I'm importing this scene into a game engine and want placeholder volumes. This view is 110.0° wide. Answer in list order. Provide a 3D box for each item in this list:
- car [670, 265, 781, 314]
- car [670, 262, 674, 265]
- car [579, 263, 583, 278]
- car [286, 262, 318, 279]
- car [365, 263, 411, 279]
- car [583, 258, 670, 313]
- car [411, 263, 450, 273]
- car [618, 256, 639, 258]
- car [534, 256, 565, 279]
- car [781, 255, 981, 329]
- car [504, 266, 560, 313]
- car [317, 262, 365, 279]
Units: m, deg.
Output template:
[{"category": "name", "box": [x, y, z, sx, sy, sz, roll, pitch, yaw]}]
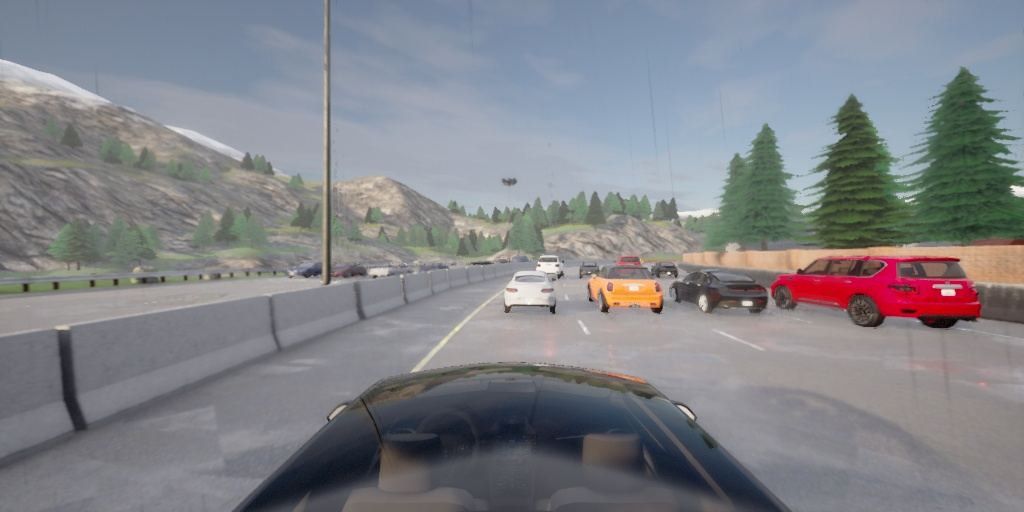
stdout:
[{"category": "car", "box": [7.753, 1.276, 13.926, 1.837, 1.490, 4.892, 0, 0, 5]}, {"category": "car", "box": [14.736, 1.295, 34.775, 1.837, 1.490, 4.892, 0, 0, 13]}, {"category": "car", "box": [7.427, 1.263, 34.238, 2.128, 1.511, 4.902, 0, 0, 13]}, {"category": "car", "box": [-18.107, 1.232, 32.517, 1.812, 1.442, 4.674, 0, 0, 11]}, {"category": "car", "box": [-10.965, 1.325, 32.768, 1.895, 1.301, 4.718, 0, 0, 11]}, {"category": "car", "box": [4.281, 1.114, 14.212, 2.097, 1.767, 4.553, 0, 0, 5]}, {"category": "car", "box": [-7.259, 1.298, 33.373, 1.994, 1.385, 4.181, 0, 0, 12]}, {"category": "car", "box": [10.892, 1.002, 33.826, 2.150, 2.045, 5.566, 0, 0, 13]}, {"category": "car", "box": [3.636, 0.984, 33.423, 2.150, 2.045, 5.566, 0, 0, 12]}, {"category": "car", "box": [11.050, 1.001, 11.594, 2.150, 2.045, 5.566, 0, 0, 4]}, {"category": "car", "box": [0.748, 1.279, 14.030, 1.812, 1.442, 4.674, 0, 0, 4]}, {"category": "car", "box": [-14.679, 1.279, 31.784, 1.994, 1.385, 4.181, 0, 0, 11]}]
